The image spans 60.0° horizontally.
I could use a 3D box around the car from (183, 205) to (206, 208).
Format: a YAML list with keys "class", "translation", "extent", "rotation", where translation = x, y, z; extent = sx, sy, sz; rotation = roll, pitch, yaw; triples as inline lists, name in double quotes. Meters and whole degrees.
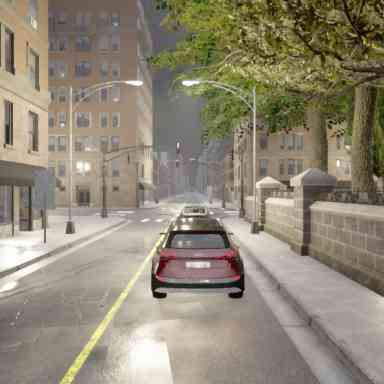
- class: "car"
  translation: [0.141, 1.503, 18.339]
  extent: [1.837, 1.490, 4.892]
  rotation: [0, 0, 0]

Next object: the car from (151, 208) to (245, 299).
- class: "car"
  translation: [0.119, 1.430, 8.492]
  extent: [2.033, 1.649, 4.856]
  rotation: [0, 0, 0]
